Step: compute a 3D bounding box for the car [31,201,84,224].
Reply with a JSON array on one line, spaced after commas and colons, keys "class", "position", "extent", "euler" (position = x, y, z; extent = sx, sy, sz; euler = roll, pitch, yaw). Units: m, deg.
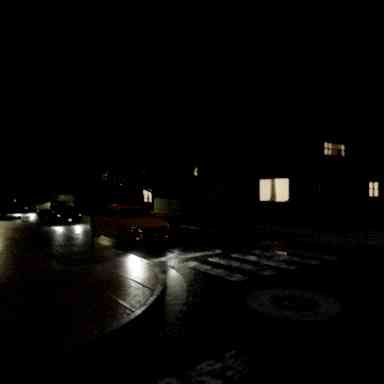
[{"class": "car", "position": [-9.227, 1.350, 22.928], "extent": [2.033, 1.411, 5.357], "euler": [0, 0, -37]}]

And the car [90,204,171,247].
[{"class": "car", "position": [-2.803, 1.318, 14.436], "extent": [1.882, 1.535, 5.008], "euler": [0, 0, -36]}]

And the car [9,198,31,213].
[{"class": "car", "position": [-16.788, 1.323, 32.903], "extent": [1.994, 1.385, 4.181], "euler": [0, 0, -36]}]
